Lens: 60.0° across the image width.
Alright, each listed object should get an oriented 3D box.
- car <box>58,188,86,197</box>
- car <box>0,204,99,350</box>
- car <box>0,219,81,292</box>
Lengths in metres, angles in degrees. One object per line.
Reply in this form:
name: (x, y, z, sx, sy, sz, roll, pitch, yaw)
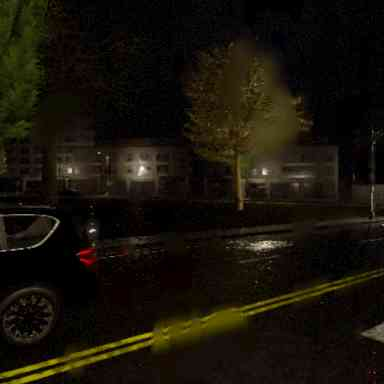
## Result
car: (-19.101, 0.083, 51.057, 5.357, 1.411, 2.033, 1, 0, 11)
car: (-4.173, 1.224, 4.699, 5.566, 2.045, 2.150, 0, 0, -36)
car: (-5.267, 1.529, 7.911, 4.674, 1.442, 1.812, 0, 0, -36)
